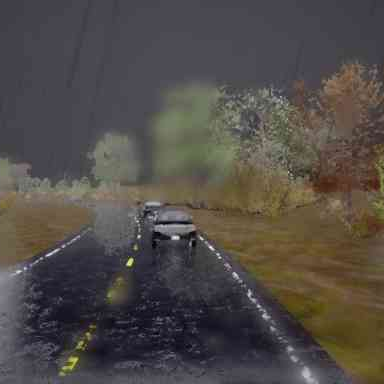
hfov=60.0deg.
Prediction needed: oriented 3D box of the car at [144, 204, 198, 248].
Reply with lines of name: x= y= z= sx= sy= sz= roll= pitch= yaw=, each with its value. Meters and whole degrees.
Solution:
car: x=-0.900 y=1.497 z=14.804 sx=2.128 sy=1.511 sz=4.902 roll=0 pitch=0 yaw=-7

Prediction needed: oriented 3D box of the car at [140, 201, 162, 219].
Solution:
car: x=-3.582 y=1.498 z=29.734 sx=1.882 sy=1.535 sz=5.008 roll=0 pitch=0 yaw=-14

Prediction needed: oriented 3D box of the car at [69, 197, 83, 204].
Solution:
car: x=-24.460 y=1.660 z=69.692 sx=2.033 sy=1.411 sz=5.357 roll=0 pitch=0 yaw=-33
